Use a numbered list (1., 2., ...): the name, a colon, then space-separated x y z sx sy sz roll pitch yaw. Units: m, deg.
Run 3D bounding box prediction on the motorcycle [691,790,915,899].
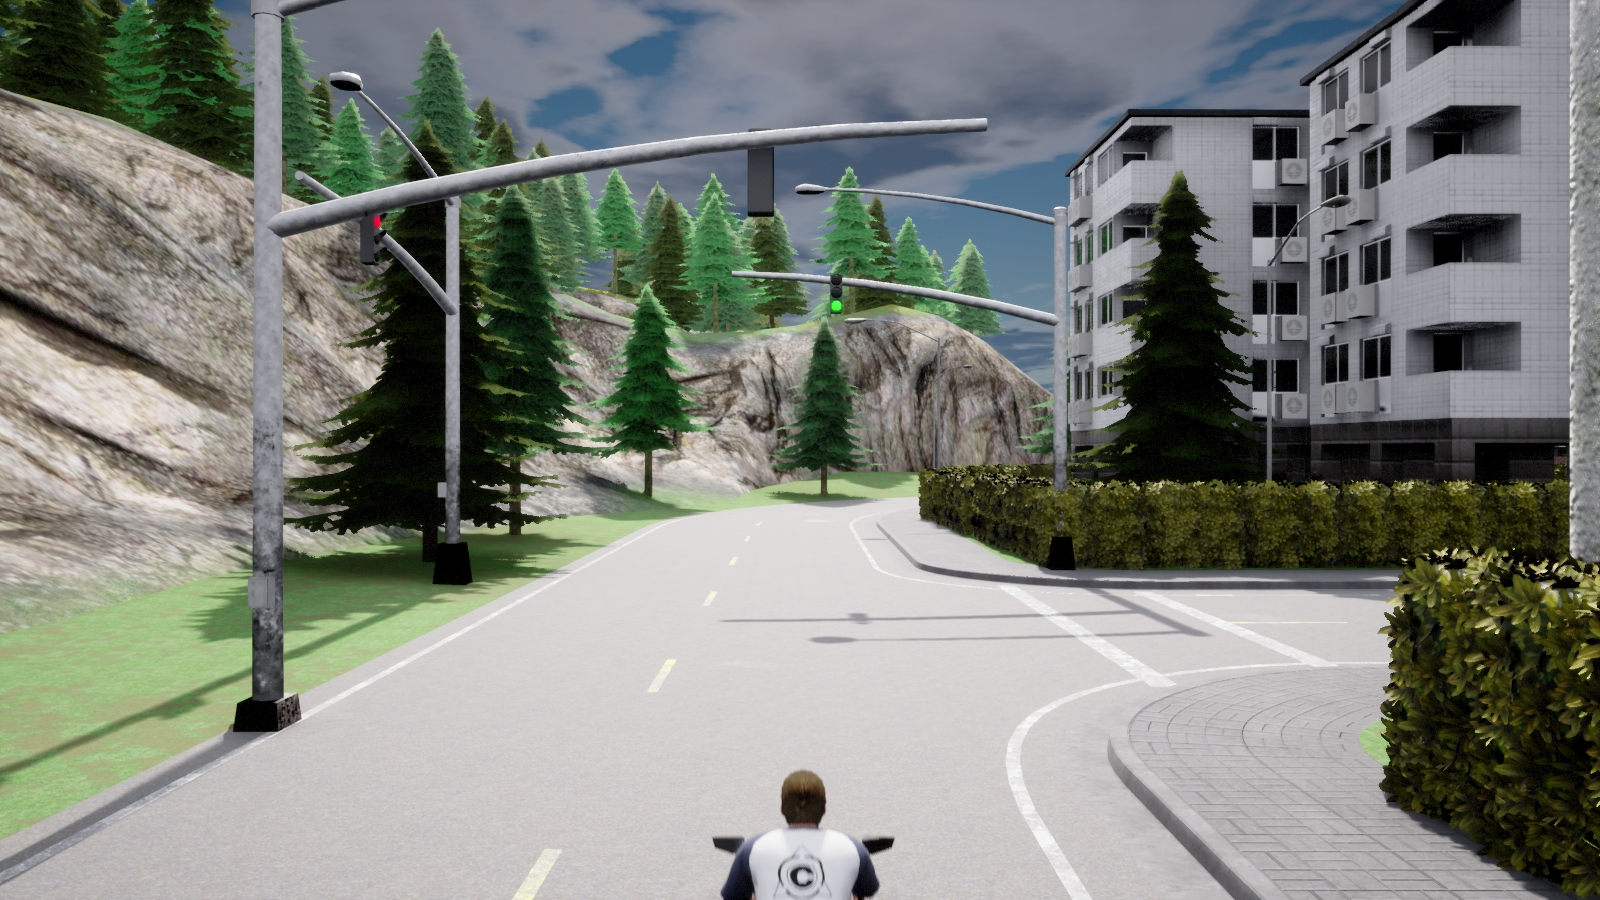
1. motorcycle: 0.012 2.192 4.461 0.803 1.145 2.033 0 -1 0
